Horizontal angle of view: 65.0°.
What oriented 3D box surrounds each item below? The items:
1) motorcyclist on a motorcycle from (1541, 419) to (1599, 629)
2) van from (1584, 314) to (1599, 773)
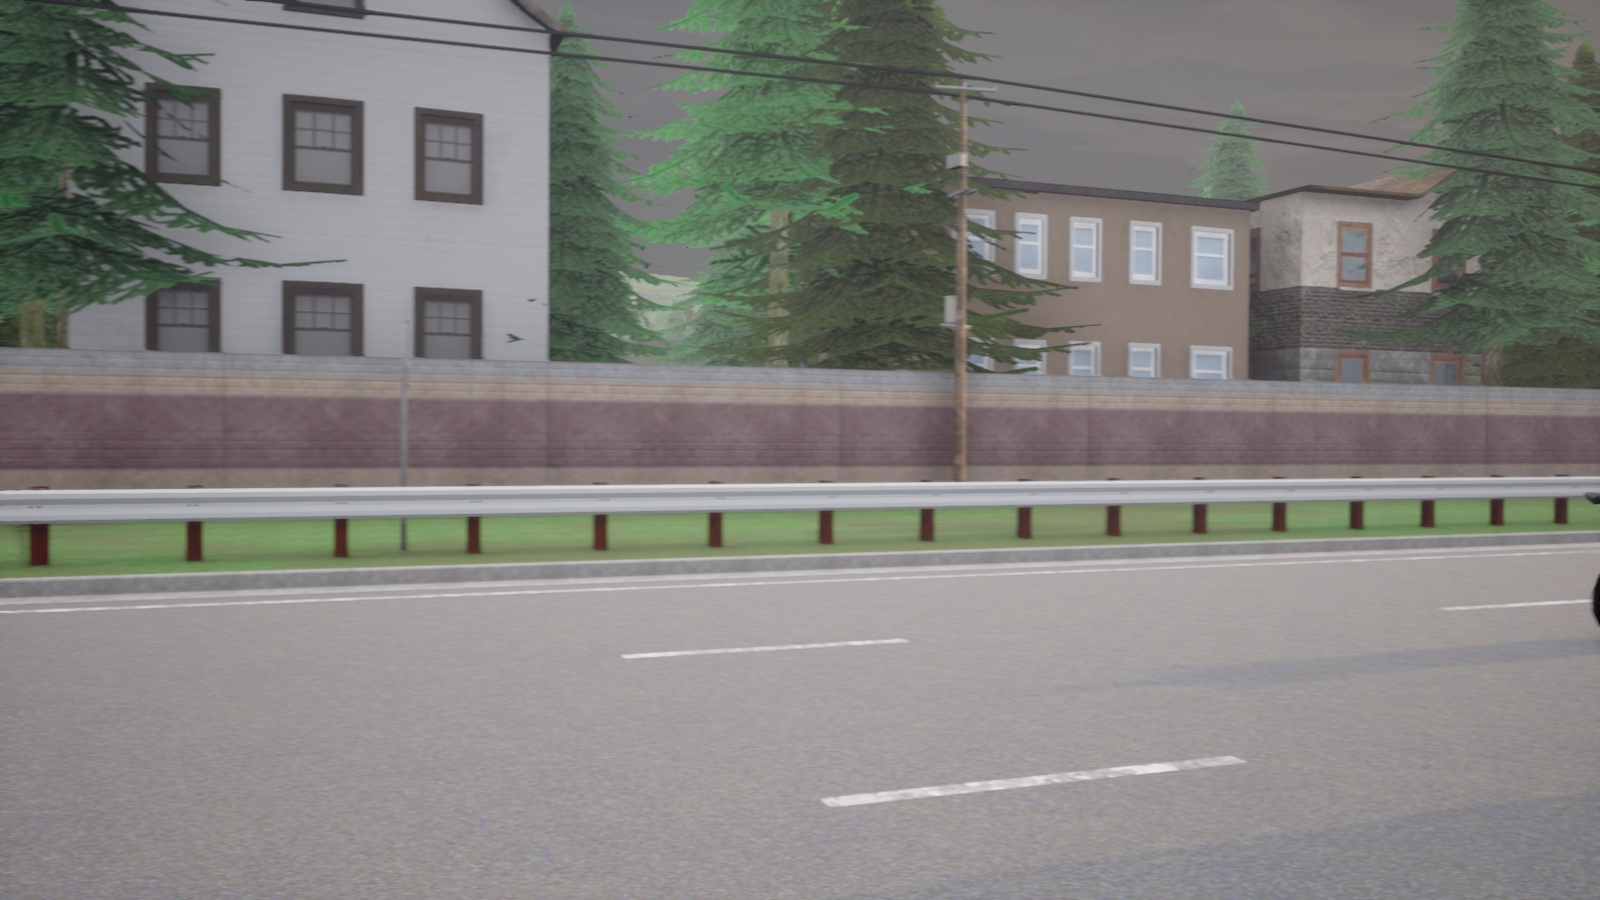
[{"bbox_3d":[6.730,0.520,9.536,2.044,1.523,0.797,-1,1,-21],"label":"motorcyclist on a motorcycle"},{"bbox_3d":[5.818,0.374,5.444,4.442,1.987,1.775,-1,1,-21],"label":"van"}]
